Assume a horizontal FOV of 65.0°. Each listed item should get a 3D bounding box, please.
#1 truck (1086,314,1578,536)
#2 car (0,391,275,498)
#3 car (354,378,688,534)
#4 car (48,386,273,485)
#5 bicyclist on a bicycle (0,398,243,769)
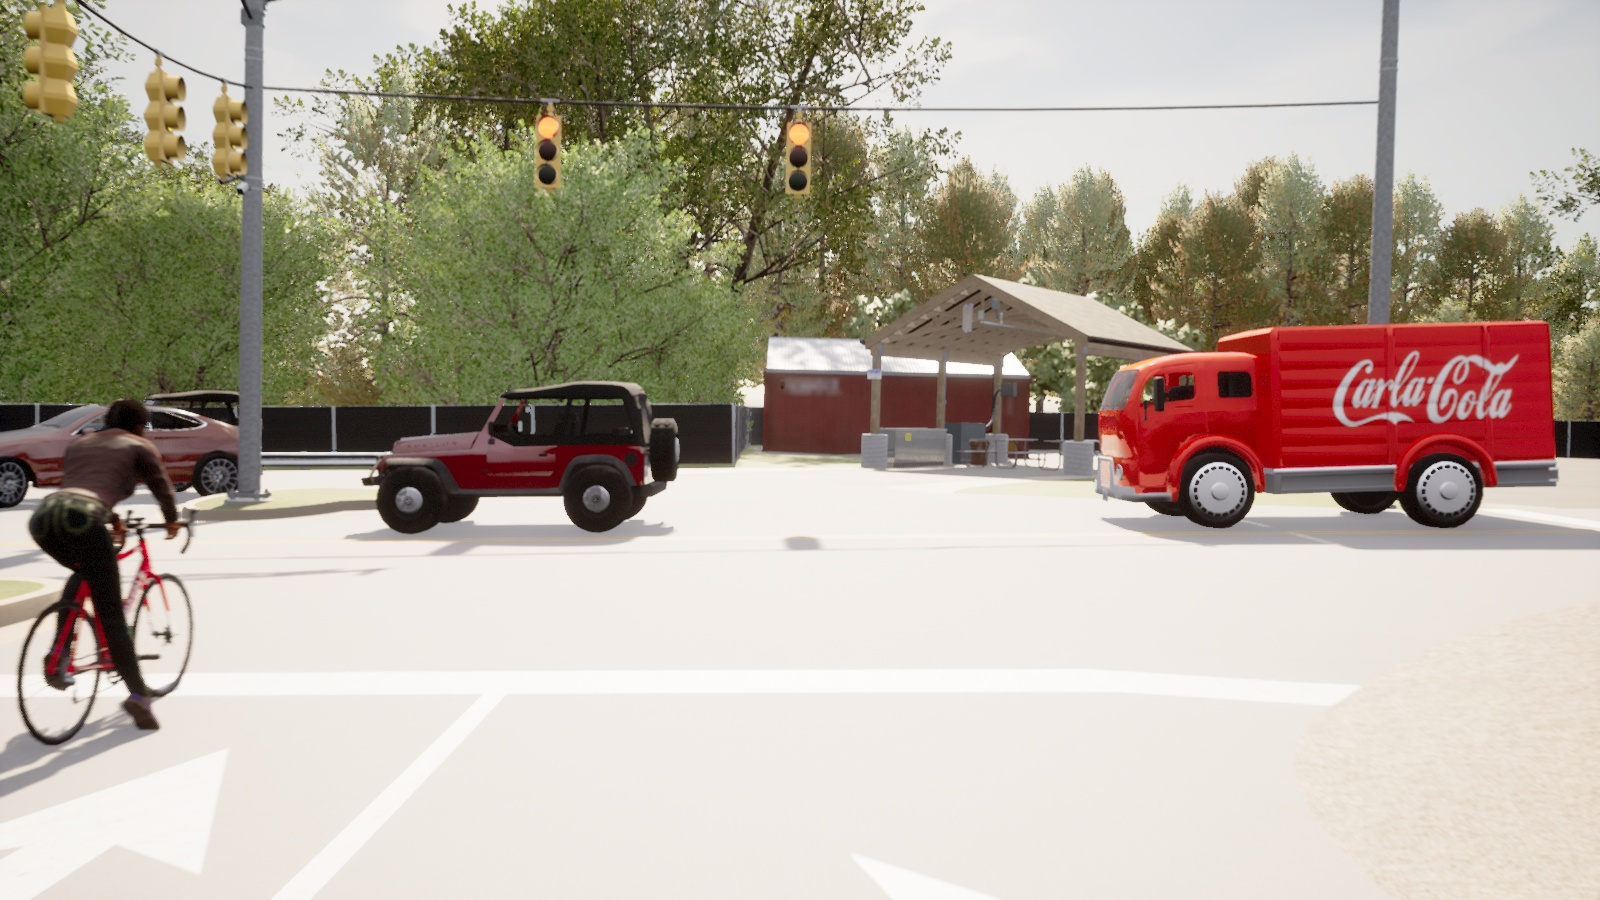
[{"bbox_3d":[6.598,-0.325,16.188,5.204,2.467,2.627,-2,2,1],"label":"truck"},{"bbox_3d":[-11.900,-0.151,21.393,2.152,1.651,5.027,3,3,42],"label":"car"},{"bbox_3d":[-3.487,0.044,16.258,3.866,1.878,1.905,0,2,0],"label":"car"},{"bbox_3d":[-13.133,-0.337,25.859,3.866,1.878,1.905,-1,3,-35],"label":"car"},{"bbox_3d":[-3.451,0.556,6.284,0.582,1.620,1.656,0,2,0],"label":"bicyclist on a bicycle"}]
